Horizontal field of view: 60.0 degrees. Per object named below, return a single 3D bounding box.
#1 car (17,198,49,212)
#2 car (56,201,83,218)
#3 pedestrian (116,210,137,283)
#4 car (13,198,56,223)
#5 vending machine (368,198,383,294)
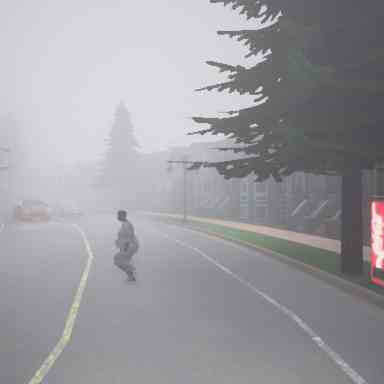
[{"bbox_3d":[-19.051,1.491,39.648,2.128,1.511,4.902,0,0,-42],"label":"car"},{"bbox_3d":[-11.522,1.526,30.735,1.812,1.442,4.674,0,0,-37],"label":"car"},{"bbox_3d":[-1.611,1.294,8.145,0.375,1.860,0.375,0,0,-10],"label":"pedestrian"},{"bbox_3d":[-12.469,1.352,25.908,2.097,1.767,4.553,0,0,-36],"label":"car"},{"bbox_3d":[4.747,1.195,7.480,1.100,2.100,0.880,0,0,-9],"label":"vending machine"}]
